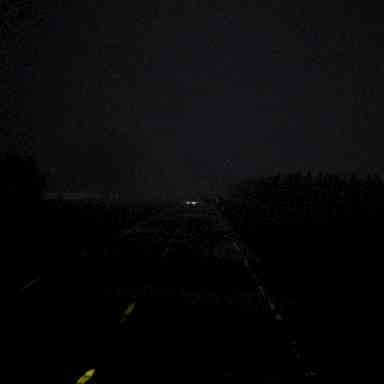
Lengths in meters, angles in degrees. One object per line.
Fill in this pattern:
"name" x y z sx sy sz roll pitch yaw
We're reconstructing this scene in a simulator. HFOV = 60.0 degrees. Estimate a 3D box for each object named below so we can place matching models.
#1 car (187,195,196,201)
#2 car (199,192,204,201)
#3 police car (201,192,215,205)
"car" -0.122 1.300 73.913 1.994 1.385 4.181 0 0 2
"car" 2.763 0.984 77.457 2.150 2.045 5.566 0 0 2
"police car" 3.065 1.384 59.334 1.930 1.638 5.238 0 0 2
